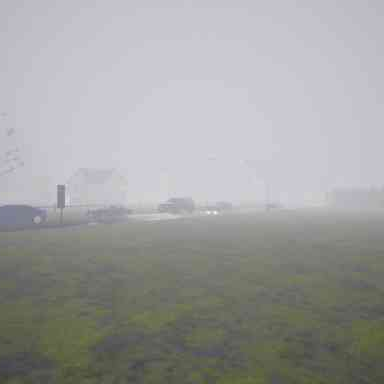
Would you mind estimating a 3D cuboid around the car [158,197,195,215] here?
[{"bbox_3d":[-1.821,1.684,41.545,2.150,2.045,5.566,1,0,37],"label":"car"}]

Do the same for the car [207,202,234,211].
[{"bbox_3d":[4.381,2.150,50.202,2.033,1.411,5.357,1,0,36],"label":"car"}]

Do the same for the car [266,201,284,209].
[{"bbox_3d":[15.094,2.382,60.252,1.994,1.385,4.181,1,0,35],"label":"car"}]

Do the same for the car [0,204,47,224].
[{"bbox_3d":[-13.536,1.665,25.116,1.882,1.535,5.008,1,0,35],"label":"car"}]

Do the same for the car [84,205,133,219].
[{"bbox_3d":[-8.134,1.917,32.709,1.895,1.301,4.718,1,0,36],"label":"car"}]
